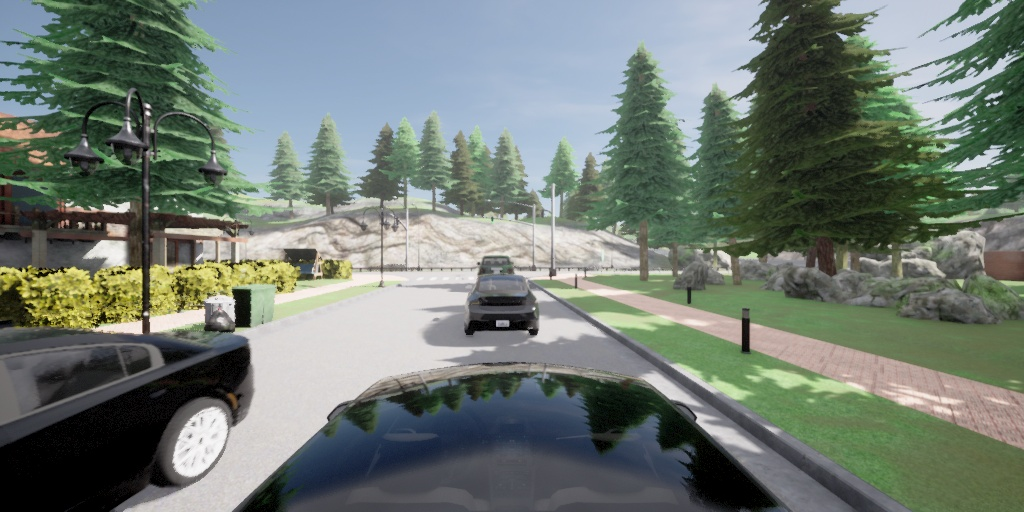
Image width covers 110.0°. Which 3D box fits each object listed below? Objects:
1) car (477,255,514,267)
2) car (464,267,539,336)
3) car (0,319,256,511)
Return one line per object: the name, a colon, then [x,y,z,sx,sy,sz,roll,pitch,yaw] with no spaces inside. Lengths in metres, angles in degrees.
car: [-1.054,0.967,22.955,2.150,2.045,5.566,0,0,-4]
car: [-0.322,1.253,10.413,1.837,1.490,4.892,0,0,-3]
car: [-3.691,1.227,1.767,1.882,1.535,5.008,0,0,0]
